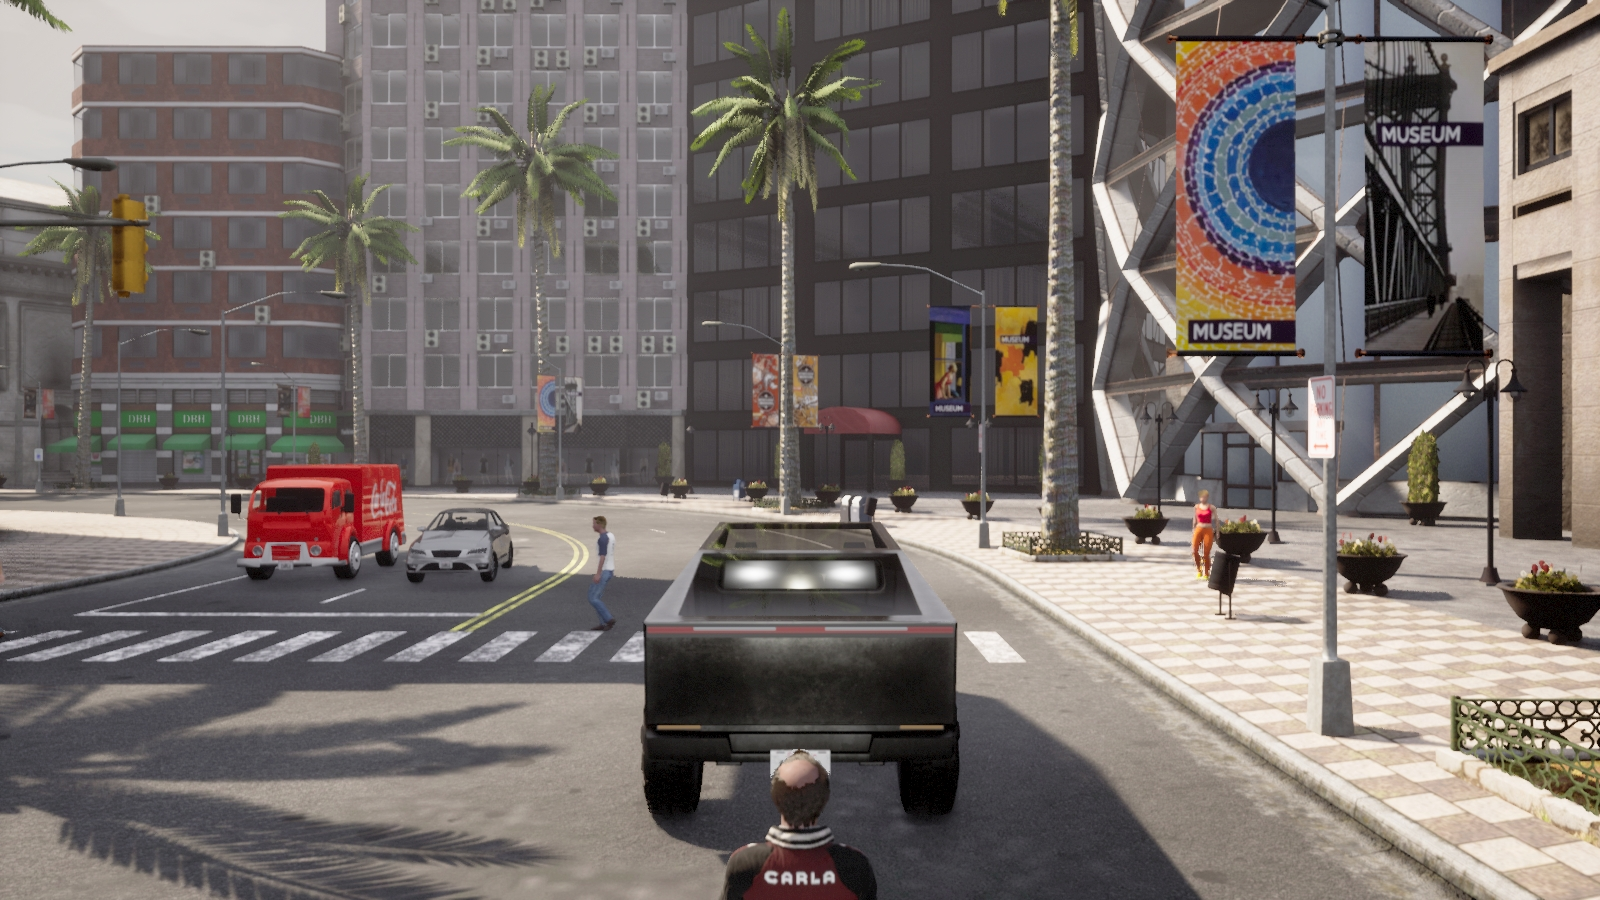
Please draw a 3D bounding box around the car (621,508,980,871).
[{"bbox_3d":[0.001,1.750,10.736,2.390,2.098,6.274,0,0,0],"label":"car"}]

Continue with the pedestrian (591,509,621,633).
[{"bbox_3d":[-2.982,1.844,17.553,0.375,1.860,0.375,0,0,3],"label":"pedestrian"}]

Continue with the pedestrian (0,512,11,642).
[{"bbox_3d":[-11.746,1.844,16.549,0.375,1.860,0.375,0,0,3],"label":"pedestrian"}]

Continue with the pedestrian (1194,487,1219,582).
[{"bbox_3d":[8.163,1.689,22.948,0.375,1.860,0.375,0,0,36],"label":"pedestrian"}]

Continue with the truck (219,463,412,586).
[{"bbox_3d":[-10.874,1.561,26.185,2.627,2.467,5.204,0,0,-6],"label":"truck"}]

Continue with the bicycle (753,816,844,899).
[{"bbox_3d":[-0.006,2.209,4.137,0.329,1.171,1.835,0,0,0],"label":"bicycle"}]

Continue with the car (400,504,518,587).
[{"bbox_3d":[-7.512,2.058,25.524,1.816,1.474,4.193,0,0,-7],"label":"car"}]
